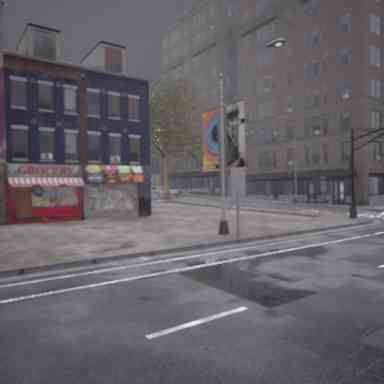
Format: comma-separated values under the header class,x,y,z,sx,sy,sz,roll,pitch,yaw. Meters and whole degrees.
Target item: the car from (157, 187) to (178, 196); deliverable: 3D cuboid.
class,x,y,z,sx,sy,sz,roll,pitch,yaw
car,-3.999,-0.122,55.063,1.812,1.442,4.674,-2,3,-35
